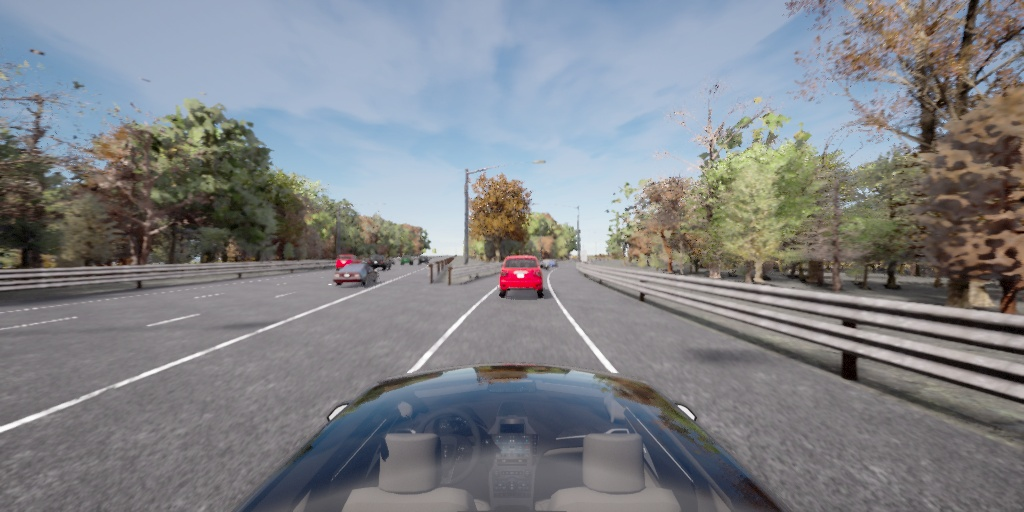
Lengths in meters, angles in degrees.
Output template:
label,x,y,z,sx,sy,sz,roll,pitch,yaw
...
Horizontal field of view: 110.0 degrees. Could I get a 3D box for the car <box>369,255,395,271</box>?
label,x,y,z,sx,sy,sz,roll,pitch,yaw
car,-17.676,0.909,48.053,2.150,2.045,5.566,0,0,-9

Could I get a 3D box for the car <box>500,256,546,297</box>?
label,x,y,z,sx,sy,sz,roll,pitch,yaw
car,0.576,1.042,19.505,2.150,2.045,5.566,0,0,4

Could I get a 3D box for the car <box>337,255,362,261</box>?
label,x,y,z,sx,sy,sz,roll,pitch,yaw
car,-20.985,0.912,46.529,2.150,2.045,5.566,0,0,-9

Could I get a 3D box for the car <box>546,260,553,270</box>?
label,x,y,z,sx,sy,sz,roll,pitch,yaw
car,4.876,1.574,56.234,1.895,1.301,4.718,0,0,10

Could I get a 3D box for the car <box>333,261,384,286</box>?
label,x,y,z,sx,sy,sz,roll,pitch,yaw
car,-10.584,1.253,24.655,2.033,1.411,5.357,0,0,-9
